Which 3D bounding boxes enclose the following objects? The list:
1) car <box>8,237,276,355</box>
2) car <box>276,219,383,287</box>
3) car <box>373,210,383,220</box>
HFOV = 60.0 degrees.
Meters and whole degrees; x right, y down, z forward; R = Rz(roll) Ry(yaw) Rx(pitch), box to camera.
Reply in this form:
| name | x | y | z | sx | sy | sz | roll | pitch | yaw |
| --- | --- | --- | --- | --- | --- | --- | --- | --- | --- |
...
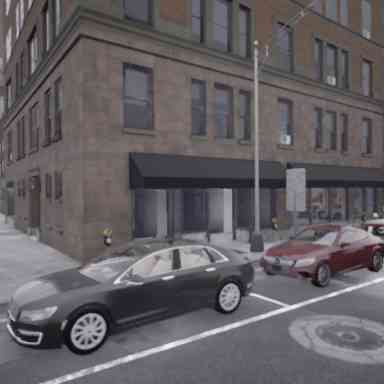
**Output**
| name | x | y | z | sx | sy | sz | roll | pitch | yaw |
| --- | --- | --- | --- | --- | --- | --- | --- | --- | --- |
| car | -0.797 | 1.553 | 5.975 | 4.403 | 1.369 | 2.008 | 0 | -1 | -36 |
| car | 3.747 | 1.590 | 9.220 | 4.206 | 1.307 | 1.802 | 0 | -1 | -36 |
| car | 8.288 | 1.330 | 12.467 | 5.009 | 1.841 | 2.192 | 0 | -1 | -36 |
